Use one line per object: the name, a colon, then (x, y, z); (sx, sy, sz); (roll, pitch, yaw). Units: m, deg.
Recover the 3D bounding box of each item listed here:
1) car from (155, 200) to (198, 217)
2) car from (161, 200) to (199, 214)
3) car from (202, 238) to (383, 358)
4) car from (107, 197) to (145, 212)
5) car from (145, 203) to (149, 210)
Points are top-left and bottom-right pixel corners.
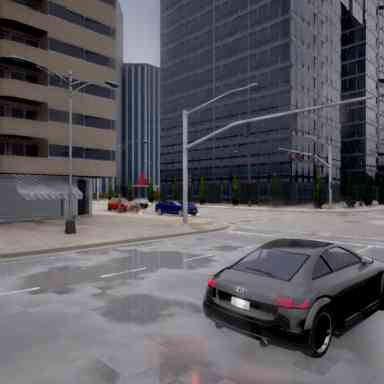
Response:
car: (-1.564, 1.535, 32.636); (5.008, 1.535, 1.882); (0, 0, 44)
car: (-1.396, 1.621, 37.374); (4.181, 1.385, 1.994); (0, 0, 44)
car: (2.162, 1.564, 6.139); (4.181, 1.385, 1.994); (0, 0, -43)
car: (-8.030, 1.409, 38.989); (4.553, 1.767, 2.097); (0, 0, 44)
car: (-7.730, 1.658, 43.592); (4.718, 1.301, 1.895); (0, 0, 44)
